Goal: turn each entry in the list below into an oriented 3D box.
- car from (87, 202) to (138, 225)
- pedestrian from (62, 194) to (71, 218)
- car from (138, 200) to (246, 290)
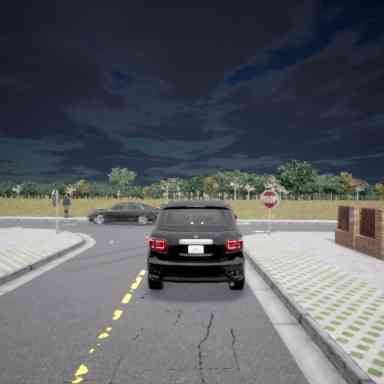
[{"bbox_3d":[-4.630,1.476,22.793,4.892,1.490,1.837,1,0,0],"label":"car"},{"bbox_3d":[-9.696,1.069,25.675,0.375,1.860,0.375,0,-1,0],"label":"pedestrian"},{"bbox_3d":[0.123,1.223,9.230,2.150,2.045,5.566,0,0,1],"label":"car"}]
